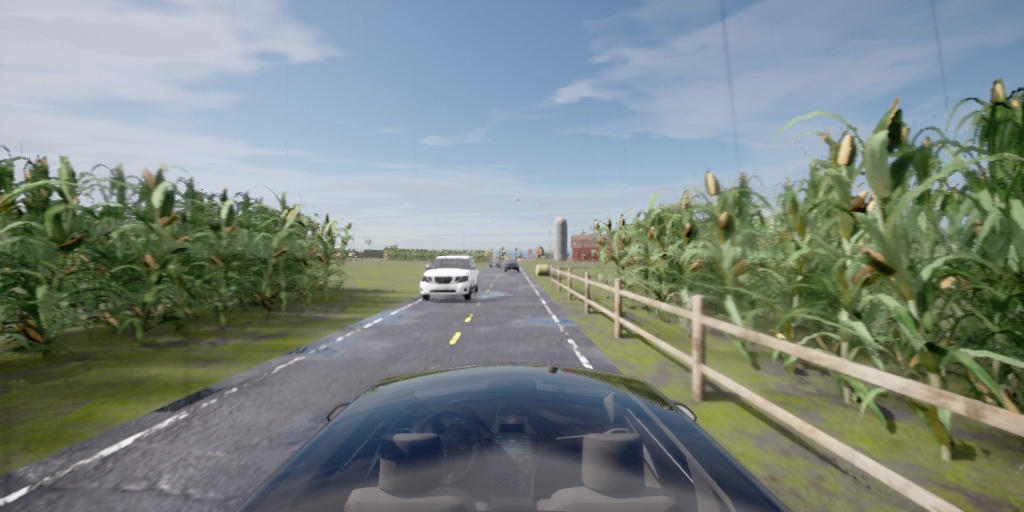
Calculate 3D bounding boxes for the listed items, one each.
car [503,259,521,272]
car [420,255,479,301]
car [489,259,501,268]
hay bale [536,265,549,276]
[{"bbox_3d":[0.007,1.265,45.085,1.837,1.490,4.892,0,0,0],"label":"car"},{"bbox_3d":[-2.853,0.967,17.581,2.150,2.045,5.566,0,0,0],"label":"car"},{"bbox_3d":[-2.805,1.268,59.446,2.128,1.511,4.902,0,0,1],"label":"car"},{"bbox_3d":[3.117,1.407,36.487,1.220,1.180,1.240,0,0,0],"label":"hay bale"}]
